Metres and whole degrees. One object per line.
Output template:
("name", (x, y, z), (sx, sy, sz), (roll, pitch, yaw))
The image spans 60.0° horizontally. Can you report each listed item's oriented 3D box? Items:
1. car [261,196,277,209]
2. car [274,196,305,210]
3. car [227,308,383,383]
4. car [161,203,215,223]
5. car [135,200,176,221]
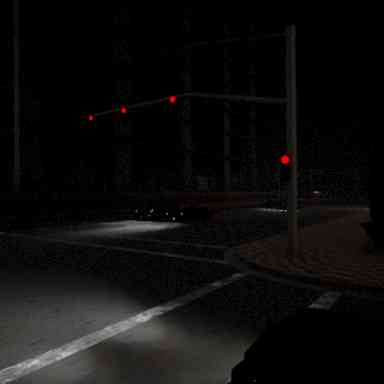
("car", (12.408, 1.743, 50.569), (2.033, 1.411, 5.357), (-1, 0, 37))
("car", (13.648, 1.665, 46.357), (1.837, 1.490, 4.892), (-1, -1, 36))
("car", (2.568, 1.589, 2.142), (4.718, 1.301, 1.895), (-1, 0, 35))
("car", (-0.110, 1.770, 27.477), (1.895, 1.301, 4.718), (-1, 0, 36))
("car", (-2.956, 1.560, 29.517), (2.097, 1.767, 4.553), (-1, 0, 36))
